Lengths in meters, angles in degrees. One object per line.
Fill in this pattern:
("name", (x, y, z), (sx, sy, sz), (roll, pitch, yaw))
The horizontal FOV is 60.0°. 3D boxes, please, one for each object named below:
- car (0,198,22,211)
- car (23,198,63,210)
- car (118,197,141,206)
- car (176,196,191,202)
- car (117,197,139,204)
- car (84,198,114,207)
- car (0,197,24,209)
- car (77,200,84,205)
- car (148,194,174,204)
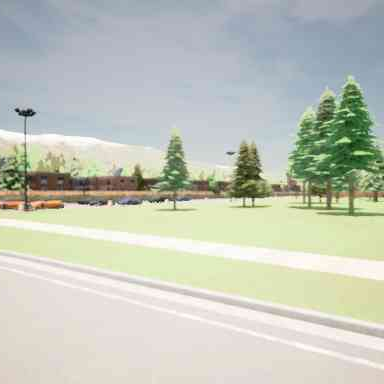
("car", (-25.127, 1.623, 45.730), (2.097, 1.767, 4.553), (0, 0, 35))
("car", (-20.402, 1.602, 46.381), (2.097, 1.767, 4.553), (0, 0, 35))
("car", (-11.125, 1.777, 59.622), (1.812, 1.442, 4.674), (0, 0, 35))
("car", (-2.284, 1.501, 72.122), (2.033, 1.411, 5.357), (0, 0, 35))
("car", (-14.025, 1.805, 73.651), (1.837, 1.490, 4.892), (0, 0, 35))
("car", (-15.986, 1.776, 58.780), (1.837, 1.490, 4.892), (0, 0, 35))
("car", (-29.168, 1.664, 52.142), (2.097, 1.767, 4.553), (0, 0, 36))
("car", (-20.099, 1.913, 64.993), (1.895, 1.301, 4.718), (0, 0, 35))
("car", (-6.956, 1.464, 71.549), (2.150, 2.045, 5.566), (0, 0, 35))
